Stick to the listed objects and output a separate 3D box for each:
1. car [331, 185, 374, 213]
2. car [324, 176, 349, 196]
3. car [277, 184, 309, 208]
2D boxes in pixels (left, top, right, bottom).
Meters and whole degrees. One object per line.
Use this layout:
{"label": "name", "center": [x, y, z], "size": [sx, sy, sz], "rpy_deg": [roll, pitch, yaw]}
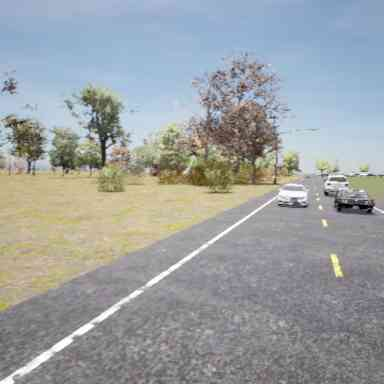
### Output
{"label": "car", "center": [10.058, 0.476, 20.916], "size": [1.895, 1.301, 4.718], "rpy_deg": [3, 4, 20]}
{"label": "car", "center": [14.989, -0.675, 34.593], "size": [2.150, 2.045, 5.566], "rpy_deg": [3, 4, 20]}
{"label": "car", "center": [7.001, 0.180, 22.877], "size": [1.812, 1.442, 4.674], "rpy_deg": [3, 4, 20]}
